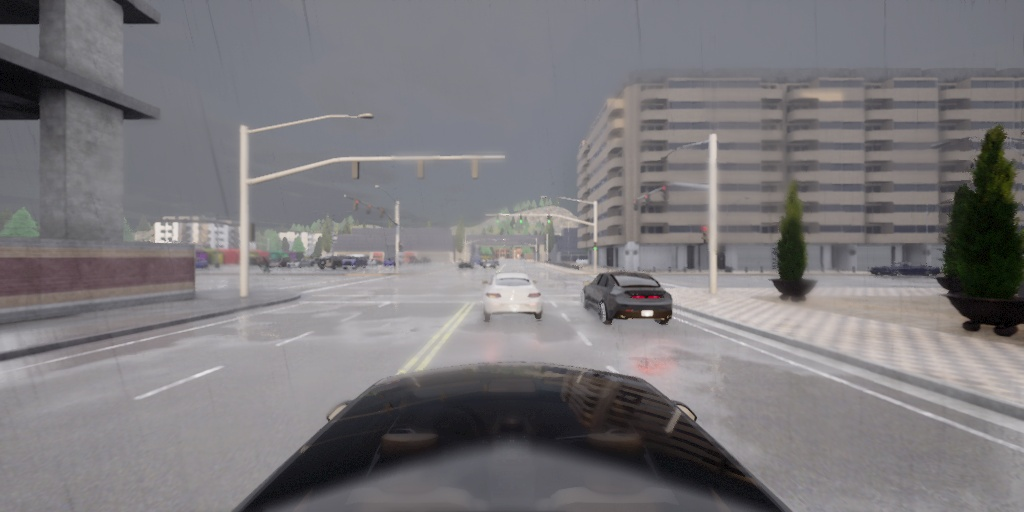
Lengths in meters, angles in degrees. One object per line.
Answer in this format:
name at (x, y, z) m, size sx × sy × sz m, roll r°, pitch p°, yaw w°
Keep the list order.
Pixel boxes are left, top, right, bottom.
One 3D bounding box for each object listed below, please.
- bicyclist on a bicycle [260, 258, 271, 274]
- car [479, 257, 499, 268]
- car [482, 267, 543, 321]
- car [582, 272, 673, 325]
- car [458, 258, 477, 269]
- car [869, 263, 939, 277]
bicyclist on a bicycle at (-25.321, 1.010, 36.913) m, size 0.582 × 1.620 × 1.656 m, roll 0°, pitch 0°, yaw 0°
car at (-3.547, 1.264, 56.064) m, size 2.128 × 1.511 × 4.902 m, roll 0°, pitch 0°, yaw 0°
car at (-0.054, 1.280, 12.446) m, size 1.812 × 1.442 × 4.674 m, roll 0°, pitch 0°, yaw -3°
car at (3.583, 1.260, 11.884) m, size 1.837 × 1.490 × 4.892 m, roll 0°, pitch 0°, yaw 0°
car at (-7.052, 1.372, 55.163) m, size 1.895 × 1.301 × 4.718 m, roll 0°, pitch 0°, yaw 0°
car at (36.489, 1.311, 33.465) m, size 4.718 × 1.301 × 1.895 m, roll 0°, pitch 0°, yaw 1°
